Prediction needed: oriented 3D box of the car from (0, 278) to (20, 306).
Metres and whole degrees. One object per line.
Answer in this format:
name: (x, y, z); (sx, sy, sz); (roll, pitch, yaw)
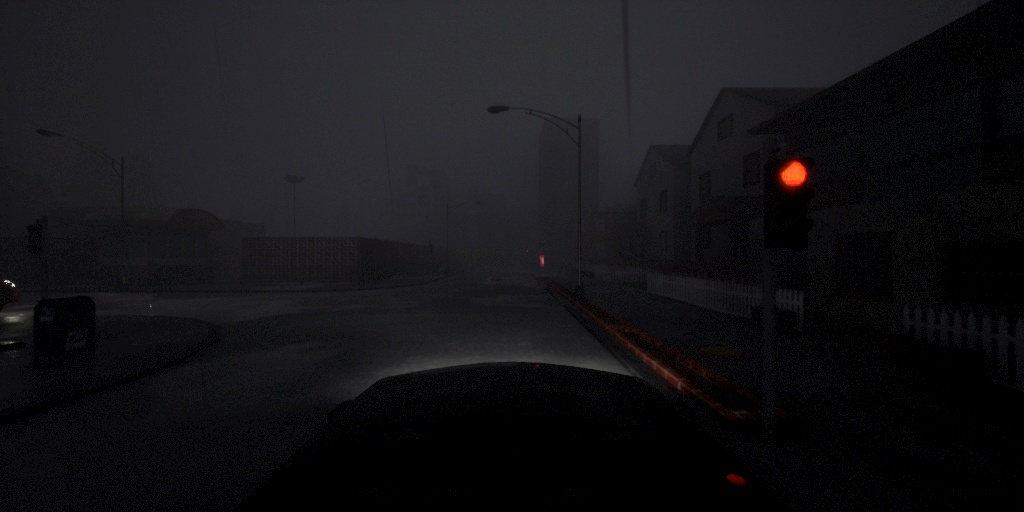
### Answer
car: (-21.598, 1.095, 13.299); (4.553, 1.767, 2.097); (0, 0, 0)

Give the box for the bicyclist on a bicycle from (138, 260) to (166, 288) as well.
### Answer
bicyclist on a bicycle: (-21.746, 1.081, 21.692); (0.582, 1.620, 1.656); (0, 0, 0)
